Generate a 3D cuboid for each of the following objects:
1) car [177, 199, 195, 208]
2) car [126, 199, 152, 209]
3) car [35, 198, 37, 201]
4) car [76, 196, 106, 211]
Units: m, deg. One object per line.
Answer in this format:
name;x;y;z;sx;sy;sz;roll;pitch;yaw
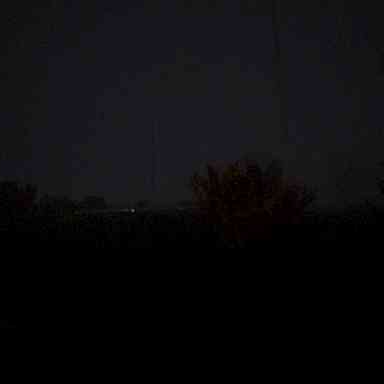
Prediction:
car;-0.654;2.044;60.289;1.837;1.490;4.892;-1;-1;36
car;-8.785;2.008;55.151;1.837;1.490;4.892;-1;-1;36
car;-20.647;1.502;38.621;2.150;2.045;5.566;-1;-1;36
car;-14.706;1.614;46.917;2.150;2.045;5.566;-1;-1;36
